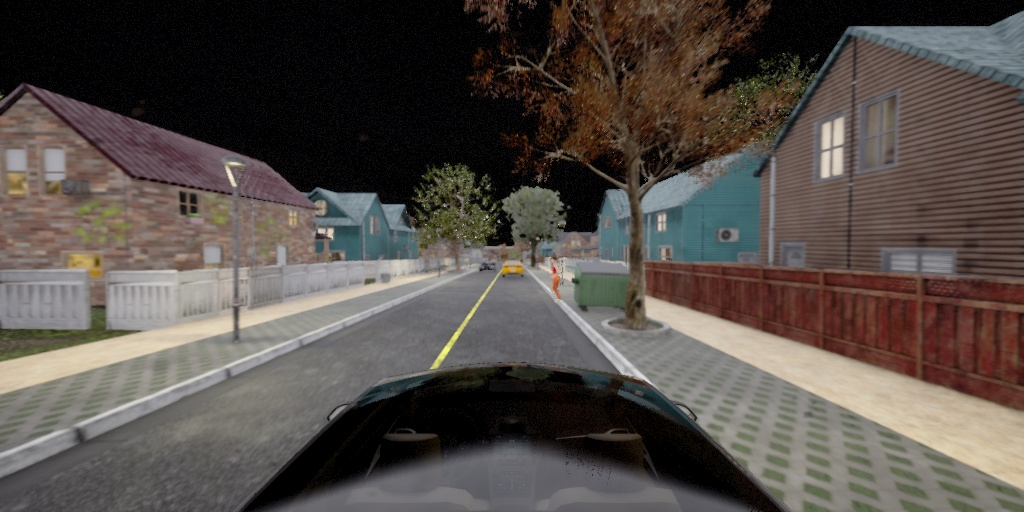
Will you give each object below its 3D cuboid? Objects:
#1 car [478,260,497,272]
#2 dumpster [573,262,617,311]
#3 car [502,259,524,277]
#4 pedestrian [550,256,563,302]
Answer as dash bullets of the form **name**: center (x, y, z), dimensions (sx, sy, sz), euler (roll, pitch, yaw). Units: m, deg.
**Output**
- **car**: center (-2.816, 1.188, 42.358), dimensions (1.994, 1.385, 4.181), euler (0, 0, 0)
- **dumpster**: center (3.015, 1.087, 13.287), dimensions (1.020, 1.700, 1.940), euler (0, 0, 0)
- **car**: center (0.095, 1.110, 33.331), dimensions (1.882, 1.535, 5.008), euler (0, 0, 0)
- **pedestrian**: center (1.745, 0.873, 14.258), dimensions (0.375, 1.860, 0.375), euler (-2, 2, -1)
